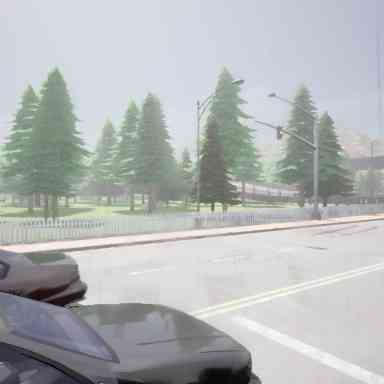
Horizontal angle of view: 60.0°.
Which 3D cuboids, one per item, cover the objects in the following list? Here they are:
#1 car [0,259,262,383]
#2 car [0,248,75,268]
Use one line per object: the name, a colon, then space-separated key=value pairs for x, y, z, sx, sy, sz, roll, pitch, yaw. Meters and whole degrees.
car: x=-1.951 y=1.547 z=2.374 sx=5.357 sy=1.411 sz=2.033 roll=0 pitch=0 yaw=-36
car: x=-4.448 y=1.547 z=5.120 sx=5.357 sy=1.411 sz=2.033 roll=0 pitch=0 yaw=-35
